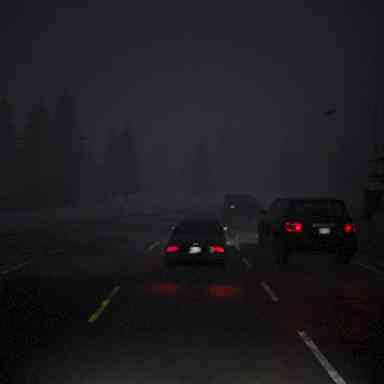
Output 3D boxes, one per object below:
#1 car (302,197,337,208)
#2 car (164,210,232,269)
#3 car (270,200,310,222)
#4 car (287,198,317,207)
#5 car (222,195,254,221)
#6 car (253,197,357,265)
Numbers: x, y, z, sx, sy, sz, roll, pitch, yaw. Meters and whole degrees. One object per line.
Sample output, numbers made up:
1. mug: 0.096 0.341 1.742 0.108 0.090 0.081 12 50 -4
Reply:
1. car: 18.159 1.509 47.242 4.892 1.490 1.837 1 -1 -28
2. car: 0.224 1.548 11.178 2.033 1.411 5.357 0 0 3
3. car: 8.224 1.493 27.581 2.128 1.511 4.902 0 0 28
4. car: 16.635 1.566 50.356 4.181 1.385 1.994 0 0 -29
5. car: 4.271 1.225 27.679 2.150 2.045 5.566 0 0 26
6. car: 3.762 1.214 11.828 2.150 2.045 5.566 0 -1 2
